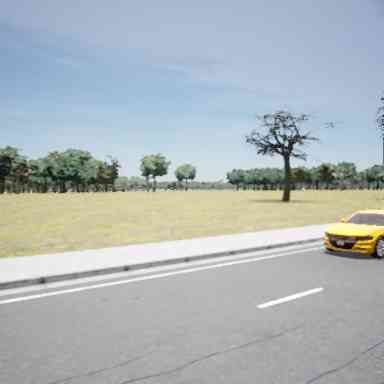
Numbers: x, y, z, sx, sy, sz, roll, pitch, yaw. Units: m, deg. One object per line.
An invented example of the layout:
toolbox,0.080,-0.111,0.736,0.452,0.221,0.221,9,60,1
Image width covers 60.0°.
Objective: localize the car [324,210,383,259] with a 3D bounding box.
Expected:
car,7.052,1.433,12.702,5.008,1.535,1.882,-1,0,-35
